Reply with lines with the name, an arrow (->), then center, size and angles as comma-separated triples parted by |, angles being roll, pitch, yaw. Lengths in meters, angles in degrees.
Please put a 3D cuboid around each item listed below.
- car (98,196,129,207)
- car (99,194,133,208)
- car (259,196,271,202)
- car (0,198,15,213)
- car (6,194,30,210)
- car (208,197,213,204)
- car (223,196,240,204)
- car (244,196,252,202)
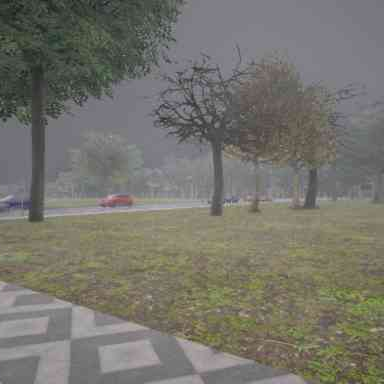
car -> -12.663, 1.479, 53.648 | 2.097, 1.767, 4.553 | -1, 0, 36
car -> -11.300, 1.309, 49.971 | 2.150, 2.045, 5.566 | -1, 0, 35
car -> 17.262, 1.670, 78.860 | 1.994, 1.385, 4.181 | -1, -1, 35
car -> -21.713, 1.630, 35.288 | 1.994, 1.385, 4.181 | -1, -1, 36
car -> -21.688, 1.326, 40.957 | 2.150, 2.045, 5.566 | -1, 0, 35
car -> 4.906, 1.668, 66.880 | 1.994, 1.385, 4.181 | -1, -1, 35
car -> 7.565, 1.573, 65.009 | 1.837, 1.490, 4.892 | -1, -1, 35
car -> 14.008, 1.674, 79.890 | 1.812, 1.442, 4.674 | -1, -1, 35
